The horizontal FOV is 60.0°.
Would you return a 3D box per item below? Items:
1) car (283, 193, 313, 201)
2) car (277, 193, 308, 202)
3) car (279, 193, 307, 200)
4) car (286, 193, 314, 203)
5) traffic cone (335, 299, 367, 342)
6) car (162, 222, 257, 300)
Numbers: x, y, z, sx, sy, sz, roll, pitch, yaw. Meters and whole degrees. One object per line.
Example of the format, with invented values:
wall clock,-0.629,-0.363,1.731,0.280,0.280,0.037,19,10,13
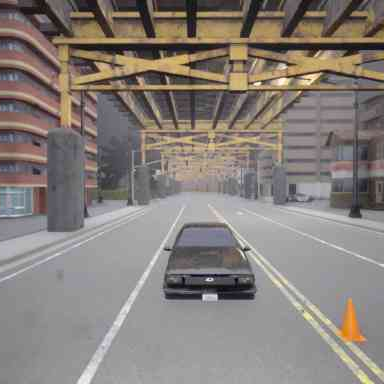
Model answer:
car,17.525,0.847,54.884,4.536,1.218,1.853,0,1,-20
car,17.825,0.957,59.025,4.974,1.542,2.038,0,1,25
car,17.873,0.800,59.001,4.536,1.218,1.853,0,1,25
car,17.476,1.005,54.868,4.974,1.542,2.038,0,1,-20
traffic cone,2.455,1.949,5.150,0.340,0.580,0.340,0,0,0
car,0.363,1.533,8.758,2.033,1.411,5.357,0,0,1
